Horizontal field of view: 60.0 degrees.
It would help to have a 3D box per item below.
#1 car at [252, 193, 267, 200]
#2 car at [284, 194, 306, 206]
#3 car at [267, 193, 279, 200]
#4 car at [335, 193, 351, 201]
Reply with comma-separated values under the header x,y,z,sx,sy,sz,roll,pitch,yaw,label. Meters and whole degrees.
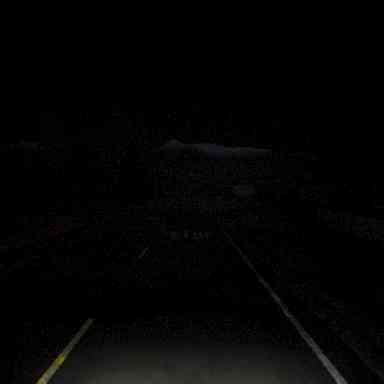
x,y,z,sx,sy,sz,roll,pitch,yaw,label
14.228,0.959,72.069,2.007,1.523,4.514,0,0,0,car
13.972,1.131,46.036,1.845,1.501,3.633,0,0,0,car
17.365,0.950,72.089,2.152,1.636,5.027,0,0,0,car
29.132,0.981,64.295,1.845,1.501,3.633,0,0,0,car
